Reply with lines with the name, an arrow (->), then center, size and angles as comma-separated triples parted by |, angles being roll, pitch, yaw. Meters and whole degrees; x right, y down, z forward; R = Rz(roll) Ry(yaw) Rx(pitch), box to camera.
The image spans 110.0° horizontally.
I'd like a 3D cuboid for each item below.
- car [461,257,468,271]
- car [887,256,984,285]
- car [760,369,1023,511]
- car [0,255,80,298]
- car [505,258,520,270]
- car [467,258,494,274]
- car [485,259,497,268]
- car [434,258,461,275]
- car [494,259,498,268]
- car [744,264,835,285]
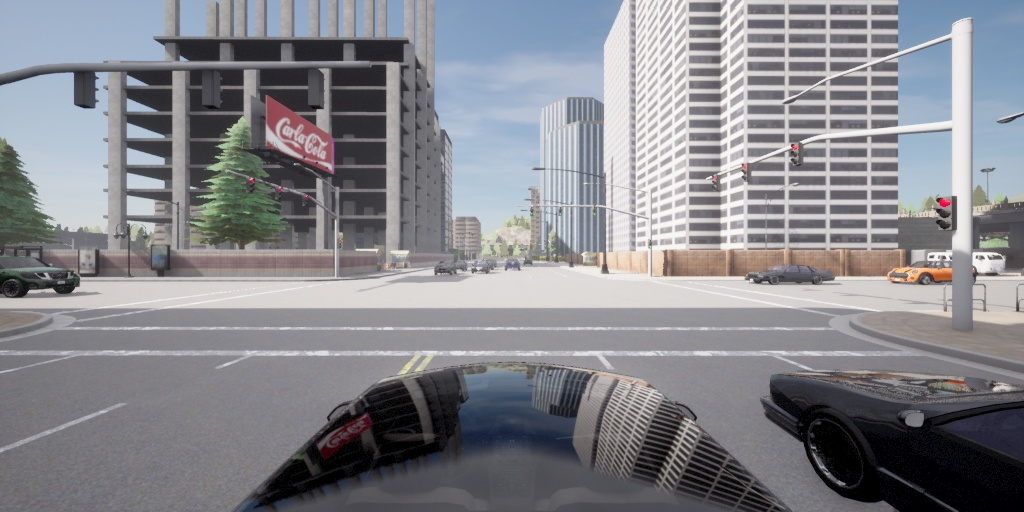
car -> -7.102, 1.255, 48.118 | 1.837, 1.490, 4.892 | 0, 0, 0
car -> 29.643, 1.102, 25.453 | 4.553, 1.767, 2.097 | 0, 0, 1
car -> 3.597, 1.297, 1.372 | 2.033, 1.411, 5.357 | 0, 0, 0
car -> -25.340, 0.971, 17.984 | 5.566, 2.045, 2.150 | 0, 0, 1
car -> 0.092, 1.102, 53.510 | 2.097, 1.767, 4.553 | 0, 0, 0
car -> -3.603, 1.241, 41.706 | 2.128, 1.511, 4.902 | 0, 0, 0
car -> -3.574, 1.255, 62.158 | 1.837, 1.490, 4.892 | 0, 0, 0
car -> -7.102, 1.255, 38.705 | 1.837, 1.490, 4.892 | 0, 0, 0
car -> -3.601, 1.241, 51.773 | 2.128, 1.511, 4.902 | 0, 0, 0
car -> 19.635, 1.297, 25.427 | 5.357, 1.411, 2.033 | 0, 0, 0
